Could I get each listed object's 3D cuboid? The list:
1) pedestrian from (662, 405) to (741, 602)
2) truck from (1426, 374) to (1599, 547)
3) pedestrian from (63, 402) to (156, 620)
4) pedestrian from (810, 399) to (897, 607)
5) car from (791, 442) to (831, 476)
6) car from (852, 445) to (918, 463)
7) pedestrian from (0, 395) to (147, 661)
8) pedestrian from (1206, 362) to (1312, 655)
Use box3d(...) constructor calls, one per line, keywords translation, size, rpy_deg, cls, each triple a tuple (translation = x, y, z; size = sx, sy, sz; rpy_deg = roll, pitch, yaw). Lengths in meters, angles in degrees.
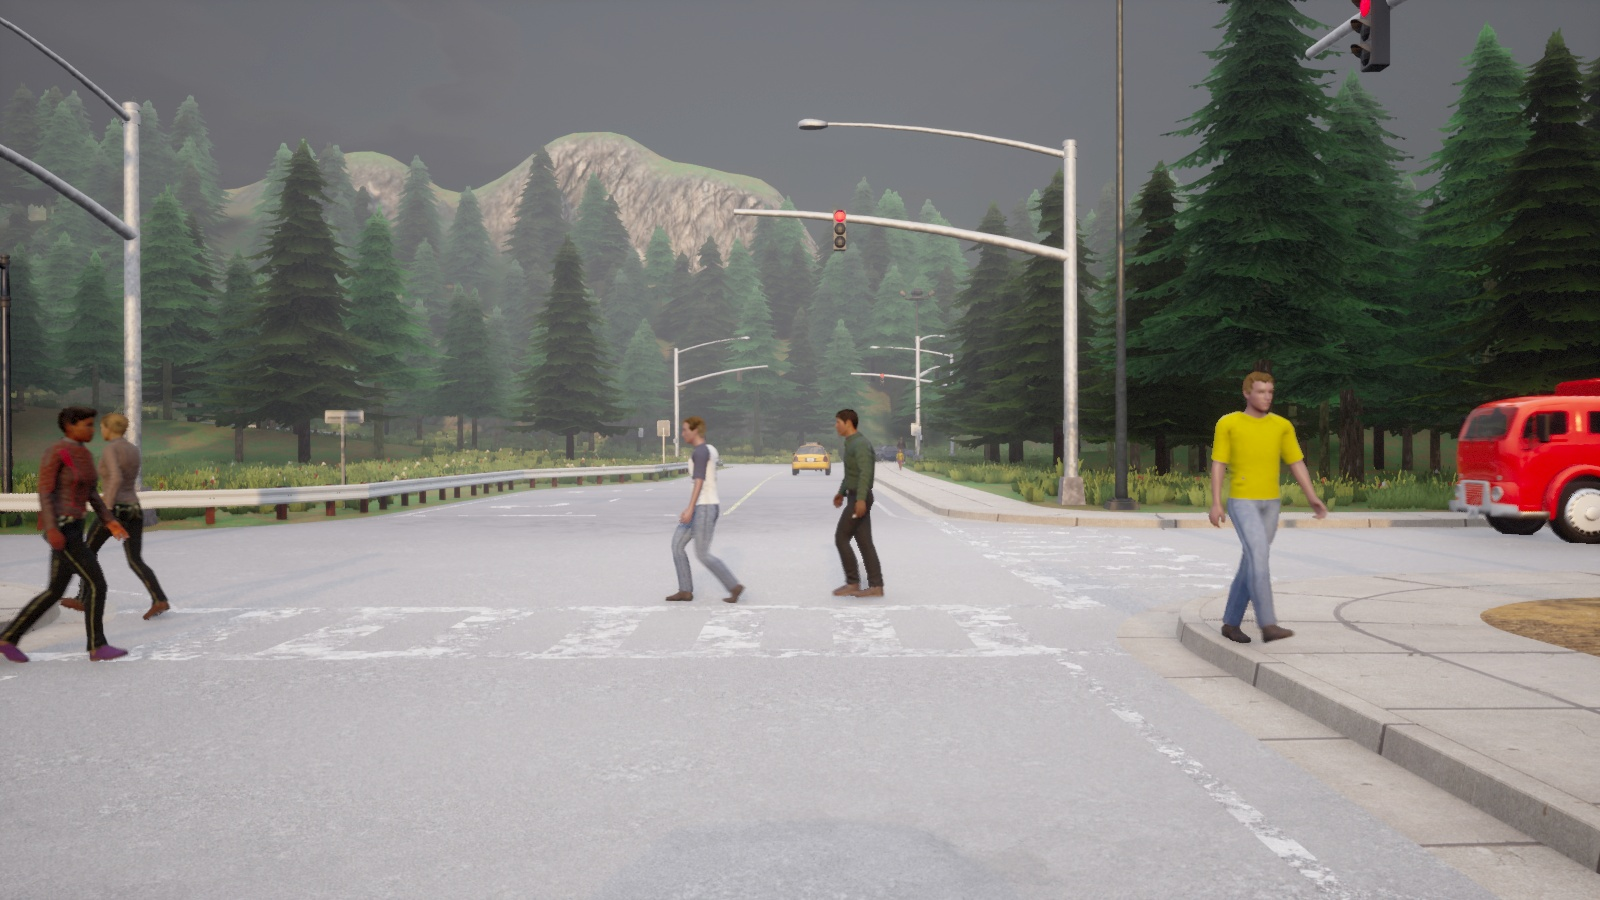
box3d(translation=(-0.925, 0.499, 11.869), size=(0.706, 1.836, 0.354), rpy_deg=(0, 0, 0), cls="pedestrian")
box3d(translation=(12.853, 0.161, 19.219), size=(5.204, 2.467, 2.627), rpy_deg=(0, 0, 1), cls="truck")
box3d(translation=(-5.989, 0.520, 10.897), size=(0.634, 1.846, 0.331), rpy_deg=(0, 0, 14), cls="pedestrian")
box3d(translation=(0.506, 0.494, 11.961), size=(0.788, 1.949, 0.423), rpy_deg=(0, 0, -2), cls="pedestrian")
box3d(translation=(0.570, 0.395, 60.659), size=(1.801, 1.575, 5.366), rpy_deg=(0, 0, 2), cls="car")
box3d(translation=(6.777, 0.295, 99.174), size=(5.357, 1.411, 2.033), rpy_deg=(0, 0, -42), cls="car")
box3d(translation=(-5.054, 0.530, 8.702), size=(0.869, 1.805, 0.328), rpy_deg=(0, 0, -4), cls="pedestrian")
box3d(translation=(2.998, 0.363, 8.241), size=(0.354, 1.836, 0.706), rpy_deg=(0, 0, -9), cls="pedestrian")
